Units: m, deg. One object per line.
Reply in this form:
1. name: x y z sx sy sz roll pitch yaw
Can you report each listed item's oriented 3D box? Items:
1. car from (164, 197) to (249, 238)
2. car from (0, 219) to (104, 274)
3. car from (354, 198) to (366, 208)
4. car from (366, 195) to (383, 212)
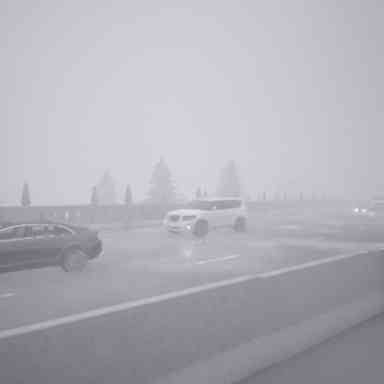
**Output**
1. car: 0.989 1.330 18.840 5.566 2.045 2.150 0 0 -45
2. car: -4.941 1.543 9.230 4.902 1.511 2.128 0 0 -38
3. car: 26.648 1.769 51.823 2.128 1.511 4.902 0 0 37
4. car: 24.315 1.446 42.681 2.150 2.045 5.566 0 -1 36
